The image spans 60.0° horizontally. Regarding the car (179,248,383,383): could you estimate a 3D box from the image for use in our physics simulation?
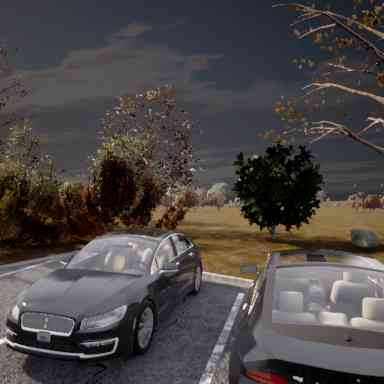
[{"bbox_3d":[1.654,1.487,4.315,2.231,1.521,4.892,0,-1,15],"label":"car"}]

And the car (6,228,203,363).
[{"bbox_3d":[-1.103,1.489,6.295,2.231,1.521,4.892,1,-1,16],"label":"car"}]
